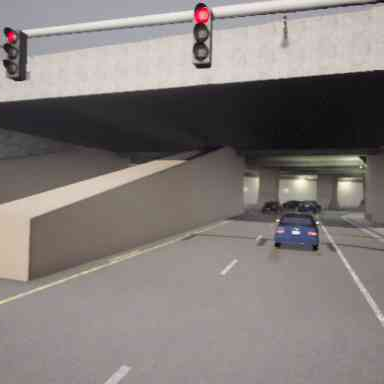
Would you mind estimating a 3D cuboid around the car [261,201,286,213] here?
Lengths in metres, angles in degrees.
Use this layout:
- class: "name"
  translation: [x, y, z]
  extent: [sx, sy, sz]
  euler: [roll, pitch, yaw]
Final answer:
- class: "car"
  translation: [9.512, 1.801, 39.307]
  extent: [1.812, 1.442, 4.674]
  euler: [2, 0, 25]

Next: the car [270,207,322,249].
- class: "car"
  translation: [4.931, 1.694, 15.650]
  extent: [2.033, 1.411, 5.357]
  euler: [2, 0, 18]

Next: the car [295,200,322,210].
- class: "car"
  translation: [14.960, 1.803, 42.013]
  extent: [2.097, 1.767, 4.553]
  euler: [2, 0, 31]

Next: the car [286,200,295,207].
- class: "car"
  translation: [14.977, 1.924, 48.198]
  extent: [1.882, 1.535, 5.008]
  euler: [2, 0, 44]
